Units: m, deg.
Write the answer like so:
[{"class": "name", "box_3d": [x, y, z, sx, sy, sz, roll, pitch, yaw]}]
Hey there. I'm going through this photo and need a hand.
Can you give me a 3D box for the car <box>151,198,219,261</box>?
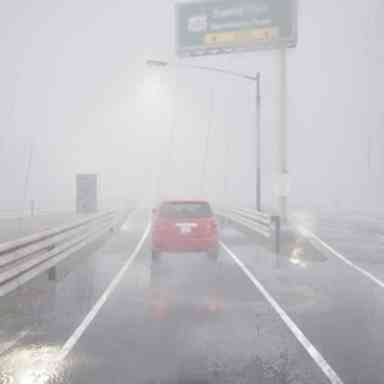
[{"class": "car", "box_3d": [-0.325, 1.214, 12.435, 2.150, 2.045, 5.566, 0, 0, -3]}]
